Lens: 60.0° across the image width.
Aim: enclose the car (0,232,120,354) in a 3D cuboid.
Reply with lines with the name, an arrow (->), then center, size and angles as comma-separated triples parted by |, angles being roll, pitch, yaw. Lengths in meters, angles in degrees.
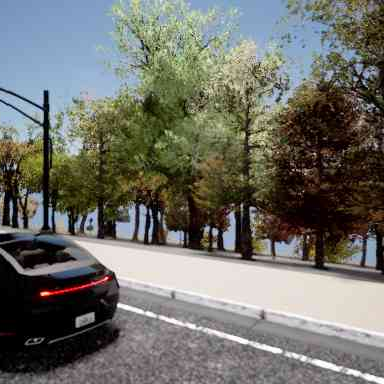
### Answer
car -> -3.373, 1.502, 6.051 | 4.892, 1.490, 1.837 | 0, 0, 38
